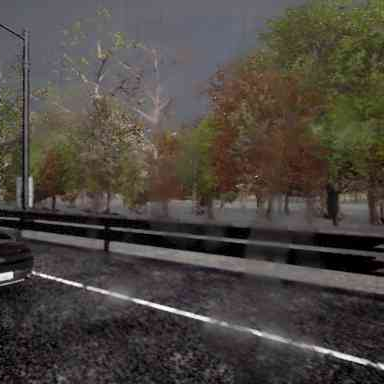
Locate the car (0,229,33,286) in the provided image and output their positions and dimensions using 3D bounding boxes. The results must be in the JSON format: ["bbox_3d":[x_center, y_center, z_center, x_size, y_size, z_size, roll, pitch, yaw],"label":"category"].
[{"bbox_3d":[-5.945,1.500,7.930,4.892,1.490,1.837,-1,-2,28],"label":"car"}]
